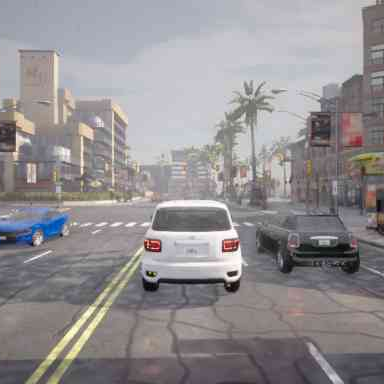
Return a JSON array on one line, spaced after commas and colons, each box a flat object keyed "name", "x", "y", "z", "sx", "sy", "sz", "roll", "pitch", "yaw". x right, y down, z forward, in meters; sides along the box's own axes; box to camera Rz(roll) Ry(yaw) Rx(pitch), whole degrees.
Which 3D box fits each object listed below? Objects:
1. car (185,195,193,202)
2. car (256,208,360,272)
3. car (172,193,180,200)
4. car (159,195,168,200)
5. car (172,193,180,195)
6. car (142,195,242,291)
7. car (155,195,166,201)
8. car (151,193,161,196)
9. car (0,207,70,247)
[{"name": "car", "x": -0.762, "y": 1.478, "z": 78.660, "sx": 1.882, "sy": 1.535, "sz": 5.008, "roll": 0, "pitch": 0, "yaw": -1}, {"name": "car", "x": 3.479, "y": 1.352, "z": 10.889, "sx": 2.097, "sy": 1.767, "sz": 4.553, "roll": 0, "pitch": 0, "yaw": 0}, {"name": "car", "x": -4.413, "y": 1.225, "z": 93.174, "sx": 2.150, "sy": 2.045, "sz": 5.566, "roll": 0, "pitch": 0, "yaw": -1}, {"name": "car", "x": -7.906, "y": 1.540, "z": 92.927, "sx": 2.033, "sy": 1.411, "sz": 5.357, "roll": 0, "pitch": 0, "yaw": -1}, {"name": "car", "x": -4.205, "y": 1.540, "z": 72.880, "sx": 2.033, "sy": 1.411, "sz": 5.357, "roll": 0, "pitch": 0, "yaw": -1}, {"name": "car", "x": -0.015, "y": 1.221, "z": 9.151, "sx": 2.150, "sy": 2.045, "sz": 5.566, "roll": 0, "pitch": 0, "yaw": 0}, {"name": "car", "x": -7.801, "y": 1.525, "z": 82.588, "sx": 2.128, "sy": 1.511, "sz": 4.902, "roll": 0, "pitch": 0, "yaw": -1}, {"name": "car", "x": -7.705, "y": 1.225, "z": 72.866, "sx": 2.150, "sy": 2.045, "sz": 5.566, "roll": 0, "pitch": 0, "yaw": -1}, {"name": "car", "x": -7.202, "y": 1.477, "z": 15.129, "sx": 1.882, "sy": 1.535, "sz": 5.008, "roll": 0, "pitch": 0, "yaw": -1}]
